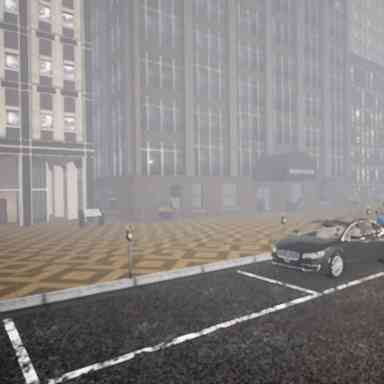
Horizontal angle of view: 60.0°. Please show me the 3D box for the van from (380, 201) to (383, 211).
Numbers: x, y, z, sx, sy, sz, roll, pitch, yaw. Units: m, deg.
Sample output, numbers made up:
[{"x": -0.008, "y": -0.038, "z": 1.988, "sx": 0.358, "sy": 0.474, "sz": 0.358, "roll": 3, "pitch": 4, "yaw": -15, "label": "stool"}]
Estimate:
[{"x": 8.627, "y": 1.117, "z": 12.693, "sx": 3.998, "sy": 1.788, "sz": 1.690, "roll": -1, "pitch": 1, "yaw": -35, "label": "van"}]

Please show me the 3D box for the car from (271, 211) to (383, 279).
[{"x": 4.130, "y": 1.413, "z": 9.495, "sx": 4.403, "sy": 1.369, "sz": 2.008, "roll": -1, "pitch": 1, "yaw": -35, "label": "car"}]
